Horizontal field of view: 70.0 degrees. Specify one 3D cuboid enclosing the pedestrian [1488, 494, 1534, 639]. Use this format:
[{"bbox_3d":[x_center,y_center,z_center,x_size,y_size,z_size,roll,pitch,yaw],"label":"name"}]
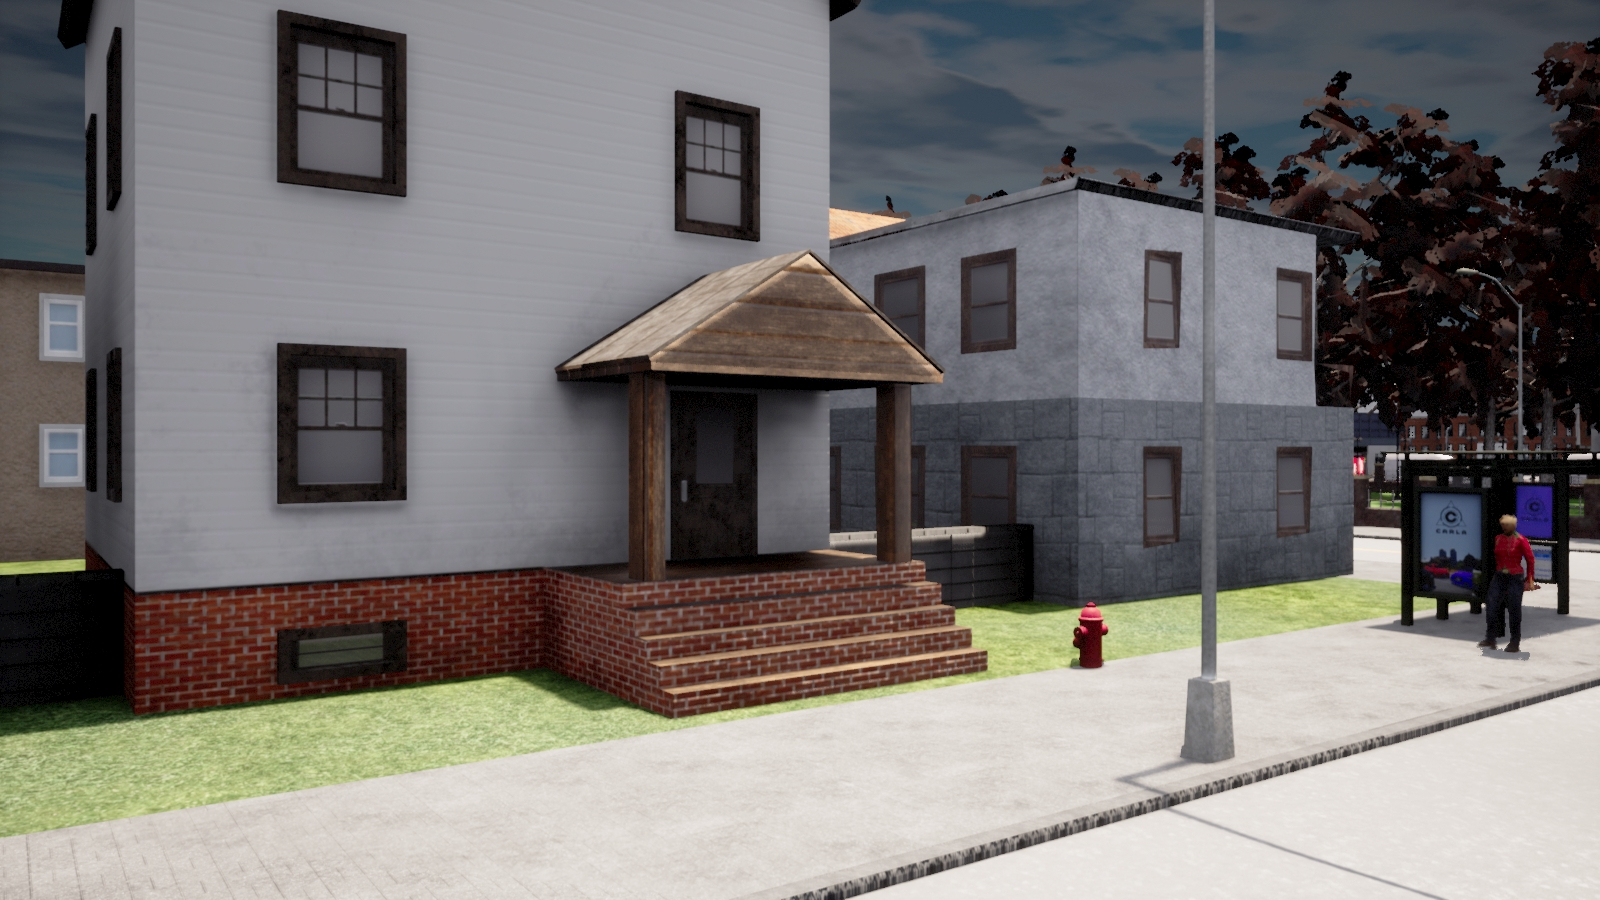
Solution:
[{"bbox_3d":[9.362,1.515,15.044,0.375,1.860,0.375,0,0,-29],"label":"pedestrian"}]
